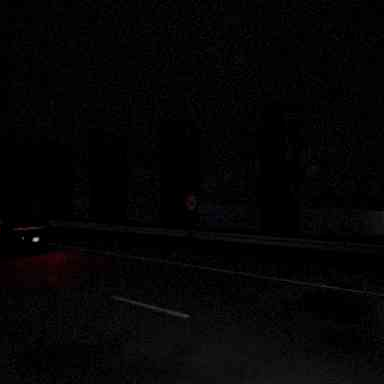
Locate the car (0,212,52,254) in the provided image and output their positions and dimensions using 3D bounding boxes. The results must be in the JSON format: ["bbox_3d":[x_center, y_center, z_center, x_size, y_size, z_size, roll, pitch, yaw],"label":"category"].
[{"bbox_3d":[-7.857,1.583,13.974,4.902,1.511,2.128,0,0,36],"label":"car"}]
